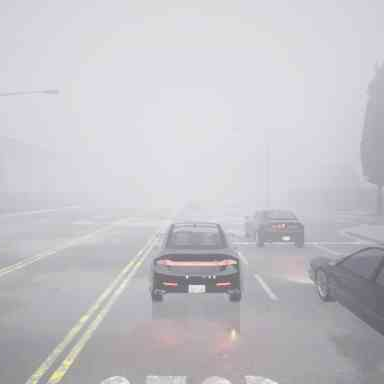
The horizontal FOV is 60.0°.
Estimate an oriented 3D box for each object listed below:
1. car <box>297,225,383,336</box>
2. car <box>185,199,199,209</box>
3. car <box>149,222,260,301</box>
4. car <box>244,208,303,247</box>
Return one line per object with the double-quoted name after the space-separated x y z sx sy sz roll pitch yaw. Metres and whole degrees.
3.587 1.547 5.242 2.033 1.411 5.357 0 0 0 "car"
-0.008 1.601 44.106 1.895 1.301 4.718 0 0 0 "car"
0.080 1.492 8.287 2.128 1.511 4.902 0 0 0 "car"
3.562 1.505 14.989 1.837 1.490 4.892 0 0 0 "car"
